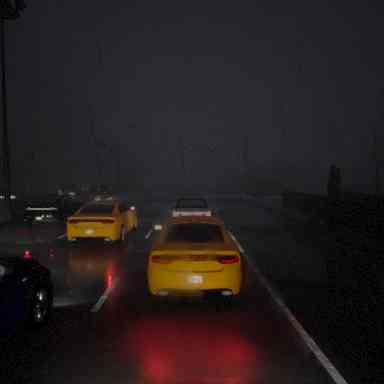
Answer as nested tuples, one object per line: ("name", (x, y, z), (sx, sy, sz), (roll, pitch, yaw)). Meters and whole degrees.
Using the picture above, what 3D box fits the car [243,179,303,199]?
("car", (8.116, -0.310, 34.476), (5.566, 2.045, 2.150), (0, 3, 4))

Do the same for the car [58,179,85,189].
("car", (-17.968, -0.818, 49.307), (1.812, 1.442, 4.674), (0, 3, 0))

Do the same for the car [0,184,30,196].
("car", (-21.401, -0.286, 40.211), (1.994, 1.385, 4.181), (0, 3, 0))

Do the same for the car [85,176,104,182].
("car", (-18.011, -1.883, 63.308), (2.150, 2.045, 5.566), (0, 3, 0))

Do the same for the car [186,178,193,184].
("car", (-0.666, -2.835, 86.568), (2.128, 1.511, 4.902), (0, 3, 0))

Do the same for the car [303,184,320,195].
("car", (13.805, -0.305, 41.408), (4.718, 1.301, 1.895), (0, 3, 2))

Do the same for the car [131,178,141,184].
("car", (-14.673, -2.943, 87.378), (1.882, 1.535, 5.008), (0, 3, 0))

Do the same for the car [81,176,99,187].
("car", (-21.541, -2.271, 70.537), (2.150, 2.045, 5.566), (0, 3, 0))

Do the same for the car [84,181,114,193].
("car", (-11.779, -0.358, 42.267), (1.895, 1.301, 4.718), (-2, 4, -32))

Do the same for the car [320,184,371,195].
("car", (17.665, -0.217, 37.783), (4.902, 1.511, 2.128), (0, 3, 2))

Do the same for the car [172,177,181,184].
("car", (-4.163, -2.872, 86.079), (1.882, 1.535, 5.008), (0, 3, 0))

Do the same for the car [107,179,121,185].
("car", (-18.098, -2.364, 77.807), (2.128, 1.511, 4.902), (0, 3, 0))

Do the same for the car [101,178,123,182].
("car", (-14.529, -1.346, 60.454), (1.895, 1.301, 4.718), (0, 3, 0))

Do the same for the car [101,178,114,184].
("car", (-21.656, -2.770, 85.189), (2.128, 1.511, 4.902), (0, 3, 0))

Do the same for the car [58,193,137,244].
("car", (-3.496, 1.061, 13.718), (1.882, 1.535, 5.008), (0, 3, 0))

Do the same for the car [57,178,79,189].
("car", (-21.509, -1.455, 57.821), (2.097, 1.767, 4.553), (0, 3, 0))

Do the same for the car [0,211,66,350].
("car", (-3.427, 1.313, 3.887), (2.097, 1.767, 4.553), (0, 1, 0))

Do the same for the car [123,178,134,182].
("car", (-14.556, -2.101, 72.515), (1.837, 1.490, 4.892), (0, 3, 0))

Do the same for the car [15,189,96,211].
("car", (-7.025, 0.865, 17.628), (2.128, 1.511, 4.902), (0, 3, 0))

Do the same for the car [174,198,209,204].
("car", (-0.024, 0.973, 17.764), (1.895, 1.301, 4.718), (0, 3, 0))

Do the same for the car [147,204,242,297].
("car", (0.043, 1.316, 8.395), (1.882, 1.535, 5.008), (0, 2, 0))

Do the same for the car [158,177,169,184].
("car", (-7.663, -2.821, 86.054), (2.128, 1.511, 4.902), (0, 3, 0))
